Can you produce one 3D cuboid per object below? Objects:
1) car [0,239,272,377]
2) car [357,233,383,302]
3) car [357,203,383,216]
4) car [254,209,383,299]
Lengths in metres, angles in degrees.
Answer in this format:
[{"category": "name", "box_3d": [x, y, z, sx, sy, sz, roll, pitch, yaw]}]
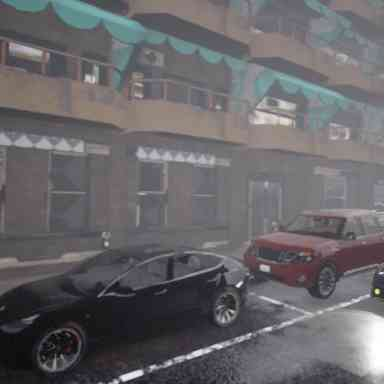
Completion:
[{"category": "car", "box_3d": [-0.919, 1.594, 5.600, 4.313, 1.339, 1.947, 1, 0, -35]}, {"category": "car", "box_3d": [5.669, 1.664, 7.112, 4.181, 1.385, 1.994, 1, 0, -35]}, {"category": "car", "box_3d": [22.102, 2.018, 39.083, 2.008, 1.369, 4.403, 2, -1, -35]}, {"category": "car", "box_3d": [3.683, 1.408, 8.877, 5.009, 1.841, 2.192, 1, 0, -35]}]
